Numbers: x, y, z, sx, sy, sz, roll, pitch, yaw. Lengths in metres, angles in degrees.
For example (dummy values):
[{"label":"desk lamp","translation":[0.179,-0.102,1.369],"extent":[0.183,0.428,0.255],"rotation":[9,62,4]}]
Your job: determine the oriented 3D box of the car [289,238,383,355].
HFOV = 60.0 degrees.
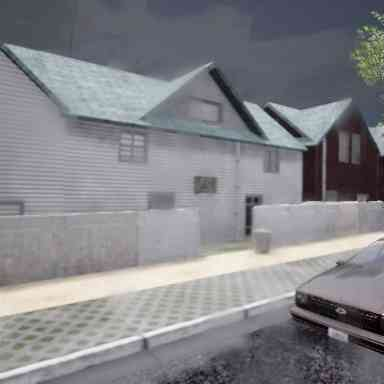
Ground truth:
[{"label":"car","translation":[4.143,1.531,6.022],"extent":[5.357,1.411,2.033],"rotation":[0,0,-35]}]
